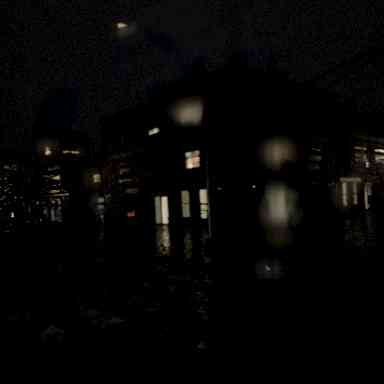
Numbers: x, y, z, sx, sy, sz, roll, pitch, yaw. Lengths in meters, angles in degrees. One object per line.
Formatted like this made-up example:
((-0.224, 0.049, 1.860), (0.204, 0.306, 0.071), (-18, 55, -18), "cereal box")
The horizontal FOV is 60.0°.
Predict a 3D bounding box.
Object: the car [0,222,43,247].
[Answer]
((-10.946, 2.607, 21.249), (2.008, 1.369, 4.403), (-4, -1, -41), "car")
